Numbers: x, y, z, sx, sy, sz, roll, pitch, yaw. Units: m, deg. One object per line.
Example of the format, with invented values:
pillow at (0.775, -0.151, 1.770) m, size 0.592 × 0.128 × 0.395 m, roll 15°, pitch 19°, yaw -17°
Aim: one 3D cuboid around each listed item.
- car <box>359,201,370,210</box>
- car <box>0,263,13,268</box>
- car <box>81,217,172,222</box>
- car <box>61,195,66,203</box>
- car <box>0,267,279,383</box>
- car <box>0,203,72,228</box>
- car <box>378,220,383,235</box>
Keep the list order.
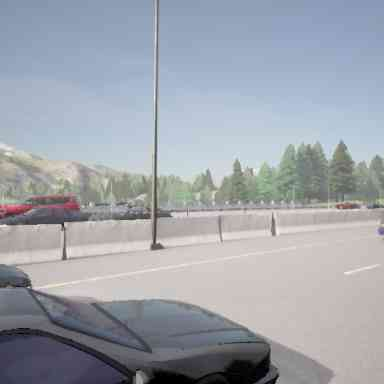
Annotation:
car at (26.584, 2.051, 49.335) m, size 4.674 × 1.442 × 1.812 m, roll 1°, pitch -1°, yaw -36°
car at (-4.862, 1.506, 4.554) m, size 4.892 × 1.490 × 1.837 m, roll 0°, pitch 0°, yaw -36°
car at (-3.427, 1.494, 18.855) m, size 4.902 × 1.511 × 2.128 m, roll 0°, pitch 0°, yaw -36°
car at (-10.367, 1.220, 22.452) m, size 5.566 × 2.045 × 2.150 m, roll 0°, pitch 0°, yaw -36°
car at (-1.725, 1.548, 2.511) m, size 5.357 × 1.411 × 2.033 m, roll 0°, pitch 0°, yaw -36°
car at (-8.500, 1.546, 19.484) m, size 5.357 × 1.411 × 2.033 m, roll 0°, pitch 0°, yaw -36°
car at (11.132, 1.591, 16.243) m, size 5.357 × 1.411 × 2.033 m, roll 0°, pitch 0°, yaw -36°
